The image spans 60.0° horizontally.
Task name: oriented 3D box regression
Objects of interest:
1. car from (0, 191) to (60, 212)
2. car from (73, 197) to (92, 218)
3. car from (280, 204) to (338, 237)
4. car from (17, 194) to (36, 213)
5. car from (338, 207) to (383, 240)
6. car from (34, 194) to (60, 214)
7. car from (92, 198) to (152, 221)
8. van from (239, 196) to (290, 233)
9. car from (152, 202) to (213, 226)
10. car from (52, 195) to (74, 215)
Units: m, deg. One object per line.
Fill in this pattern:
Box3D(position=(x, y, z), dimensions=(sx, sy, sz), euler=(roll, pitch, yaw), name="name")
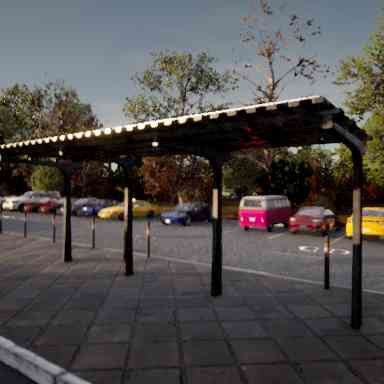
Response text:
Box3D(position=(-15.991, 0.951, 33.926), dimensions=(2.435, 2.045, 5.566), euler=(1, 0, 35), name="car")
Box3D(position=(-6.895, 1.336, 27.566), dimensions=(2.163, 1.488, 4.792), euler=(1, 0, 35), name="car")
Box3D(position=(6.683, 1.505, 17.926), dimensions=(2.002, 1.452, 4.674), euler=(1, 0, 35), name="car")
Box3D(position=(-13.707, 1.228, 32.353), dimensions=(2.097, 1.535, 5.008), euler=(1, 0, 35), name="car")
Box3D(position=(8.950, 1.491, 16.321), dimensions=(2.097, 1.535, 5.008), euler=(1, 0, 35), name="car")
Box3D(position=(-11.441, 1.254, 30.750), dimensions=(2.097, 1.535, 5.008), euler=(1, 0, 35), name="car")
Box3D(position=(-4.753, 1.330, 25.788), dimensions=(1.946, 1.575, 5.366), euler=(1, 0, 35), name="car")
Box3D(position=(4.488, 1.212, 19.624), dimensions=(1.878, 1.987, 4.442), euler=(1, 0, 35), name="van")
Box3D(position=(-0.129, 1.415, 22.711), dimensions=(2.163, 1.488, 4.792), euler=(1, 0, 35), name="car")
Box3D(position=(-9.174, 1.282, 29.149), dimensions=(2.231, 1.521, 4.892), euler=(1, 0, 35), name="car")
